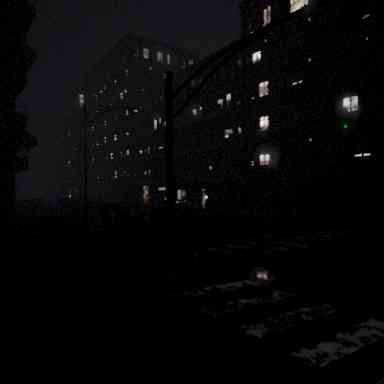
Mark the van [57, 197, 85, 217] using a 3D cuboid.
[{"bbox_3d":[-12.143,1.486,33.043,1.690,1.788,3.998,-1,1,-36],"label":"van"}]

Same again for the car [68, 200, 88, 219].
[{"bbox_3d":[-8.821,1.655,28.406,1.752,1.417,4.829,-1,1,-36],"label":"car"}]

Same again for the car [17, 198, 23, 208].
[{"bbox_3d":[-25.021,1.773,51.048,1.947,1.339,4.313,-1,1,-36],"label":"car"}]

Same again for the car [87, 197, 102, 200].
[{"bbox_3d":[-14.987,1.509,51.422,1.967,1.590,4.097,-1,1,-36],"label":"car"}]

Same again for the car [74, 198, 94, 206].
[{"bbox_3d":[-18.206,1.650,55.924,1.947,1.339,4.313,-1,1,-36],"label":"car"}]

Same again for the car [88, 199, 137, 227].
[{"bbox_3d":[-5.701,1.556,24.043,1.967,1.590,4.097,-1,1,-36],"label":"car"}]

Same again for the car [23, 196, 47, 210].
[{"bbox_3d":[-21.803,1.631,46.547,1.967,1.590,4.097,-1,1,-36],"label":"car"}]

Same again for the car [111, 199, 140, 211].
[{"bbox_3d":[-8.545,1.588,42.421,2.008,1.369,4.403,-1,1,-36],"label":"car"}]

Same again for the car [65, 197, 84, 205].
[{"bbox_3d":[-21.426,1.652,60.425,2.008,1.369,4.403,-1,1,-36],"label":"car"}]

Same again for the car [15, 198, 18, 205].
[{"bbox_3d":[-31.462,1.785,60.051,1.887,1.381,4.507,-1,1,-36],"label":"car"}]

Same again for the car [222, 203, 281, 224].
[{"bbox_3d":[4.237,1.505,24.556,1.752,1.417,4.829,-1,1,-36],"label":"car"}]

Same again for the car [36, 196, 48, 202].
[{"bbox_3d":[-37.528,1.734,82.930,1.887,1.381,4.507,-1,1,-36],"label":"car"}]

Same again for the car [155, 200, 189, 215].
[{"bbox_3d":[-2.106,1.448,33.418,1.967,1.590,4.097,-1,1,-36],"label":"car"}]
